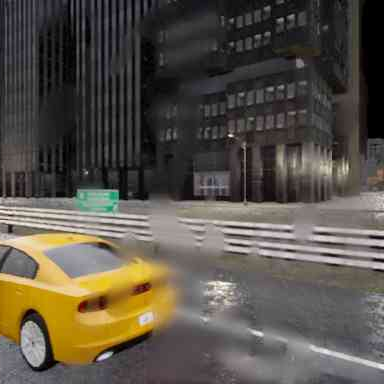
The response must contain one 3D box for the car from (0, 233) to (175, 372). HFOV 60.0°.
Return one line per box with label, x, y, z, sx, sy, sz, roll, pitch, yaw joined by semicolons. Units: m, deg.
car;-2.600;1.460;5.727;5.008;1.535;1.882;0;0;36
